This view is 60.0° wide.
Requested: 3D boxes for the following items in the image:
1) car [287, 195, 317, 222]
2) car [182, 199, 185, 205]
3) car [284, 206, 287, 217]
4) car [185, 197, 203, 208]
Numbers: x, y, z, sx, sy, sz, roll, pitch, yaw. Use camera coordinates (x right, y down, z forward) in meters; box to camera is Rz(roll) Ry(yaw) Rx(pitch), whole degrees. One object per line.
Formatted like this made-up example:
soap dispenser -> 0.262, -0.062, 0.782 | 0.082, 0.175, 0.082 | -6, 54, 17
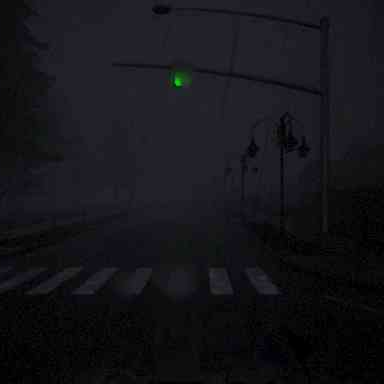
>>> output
car -> 9.615, 1.162, 23.870 | 4.605, 1.855, 1.932 | 0, 0, 1
car -> -0.503, 1.581, 58.961 | 1.812, 1.442, 4.674 | 0, 0, -11
car -> 9.270, 1.167, 26.390 | 3.866, 1.878, 1.905 | 0, 0, 1
car -> 0.513, 1.589, 48.745 | 2.033, 1.411, 5.357 | 0, 0, -5
